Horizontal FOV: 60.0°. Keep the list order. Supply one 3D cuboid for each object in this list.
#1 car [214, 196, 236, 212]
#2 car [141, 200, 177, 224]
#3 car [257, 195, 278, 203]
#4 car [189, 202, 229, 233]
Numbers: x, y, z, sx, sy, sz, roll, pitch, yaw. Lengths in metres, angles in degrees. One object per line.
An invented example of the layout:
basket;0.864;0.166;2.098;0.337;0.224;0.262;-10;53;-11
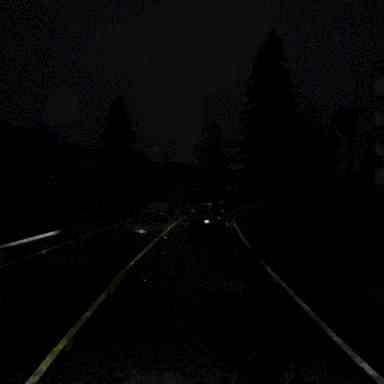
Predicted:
car;3.768;1.249;38.176;2.097;1.767;4.553;0;0;16
car;-2.340;1.407;24.464;1.882;1.535;5.008;0;0;6
car;14.072;1.336;61.640;4.902;1.511;2.128;0;0;-43
car;0.915;1.511;19.361;1.994;1.385;4.181;0;0;4
